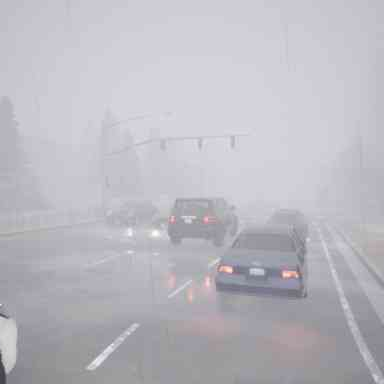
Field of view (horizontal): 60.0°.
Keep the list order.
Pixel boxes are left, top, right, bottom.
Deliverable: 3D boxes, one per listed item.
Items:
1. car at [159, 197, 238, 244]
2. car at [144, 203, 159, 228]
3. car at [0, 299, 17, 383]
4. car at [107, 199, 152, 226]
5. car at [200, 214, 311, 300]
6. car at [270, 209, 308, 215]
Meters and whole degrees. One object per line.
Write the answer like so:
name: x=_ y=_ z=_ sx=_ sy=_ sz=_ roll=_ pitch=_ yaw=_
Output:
car: x=0.680 y=1.221 z=15.458 sx=2.150 sy=2.045 sz=5.566 roll=0 pitch=0 yaw=18
car: x=-0.878 y=1.546 z=22.206 sx=2.033 sy=1.411 sz=5.357 roll=0 pitch=0 yaw=19
car: x=-3.089 y=1.224 z=1.137 sx=2.150 sy=2.045 sz=5.566 roll=0 pitch=0 yaw=5
car: x=-4.099 y=1.392 z=23.598 sx=2.097 sy=1.767 sz=4.553 roll=0 pitch=0 yaw=19
car: x=2.032 y=1.547 z=8.632 sx=2.033 sy=1.411 sz=5.357 roll=0 pitch=0 yaw=19
car: x=5.017 y=1.563 z=17.378 sx=1.994 sy=1.385 sz=4.181 roll=0 pitch=0 yaw=18
